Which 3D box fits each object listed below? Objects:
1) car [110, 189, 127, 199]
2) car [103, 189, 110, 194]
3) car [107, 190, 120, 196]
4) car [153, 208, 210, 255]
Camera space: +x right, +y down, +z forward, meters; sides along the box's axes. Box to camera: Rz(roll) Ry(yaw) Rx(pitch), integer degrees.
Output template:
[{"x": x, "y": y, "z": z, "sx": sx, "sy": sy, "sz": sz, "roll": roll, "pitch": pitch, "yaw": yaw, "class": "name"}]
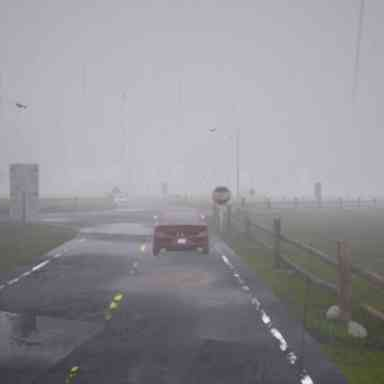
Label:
[{"x": -14.788, "y": 0.613, "z": 66.709, "sx": 1.837, "sy": 1.490, "sz": 4.892, "roll": 0, "pitch": 1, "yaw": -20, "class": "car"}, {"x": -20.668, "y": -0.035, "z": 80.972, "sx": 1.882, "sy": 1.535, "sz": 5.008, "roll": 0, "pitch": 1, "yaw": -25, "class": "car"}, {"x": -20.695, "y": 0.123, "z": 87.416, "sx": 2.128, "sy": 1.511, "sz": 4.902, "roll": 0, "pitch": 1, "yaw": -27, "class": "car"}, {"x": -0.474, "y": 1.335, "z": 12.739, "sx": 1.882, "sy": 1.535, "sz": 5.008, "roll": 0, "pitch": 1, "yaw": -4, "class": "car"}]
